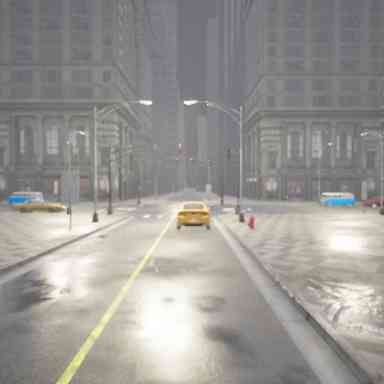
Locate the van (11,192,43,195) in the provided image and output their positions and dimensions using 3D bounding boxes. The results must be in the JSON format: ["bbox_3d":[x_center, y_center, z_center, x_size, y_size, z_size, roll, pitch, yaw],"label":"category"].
[{"bbox_3d":[-20.214,0.892,40.569,3.998,1.788,1.690,0,1,0],"label":"van"}]

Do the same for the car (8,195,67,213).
[{"bbox_3d":[-14.618,1.303,32.063,4.829,1.417,1.752,0,1,0],"label":"car"}]

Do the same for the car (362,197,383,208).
[{"bbox_3d":[23.295,1.240,40.734,4.507,1.381,1.887,0,1,0],"label":"car"}]

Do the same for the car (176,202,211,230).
[{"bbox_3d":[0.107,1.316,19.928,1.882,1.535,5.008,0,0,1],"label":"car"}]

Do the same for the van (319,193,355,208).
[{"bbox_3d":[17.770,1.016,40.712,3.998,1.788,1.690,0,1,0],"label":"van"}]
